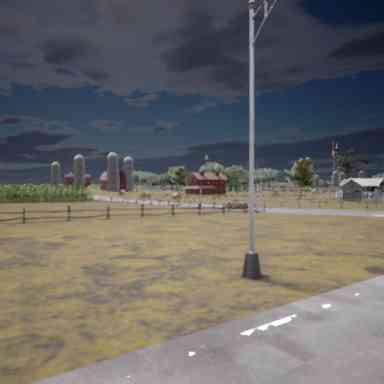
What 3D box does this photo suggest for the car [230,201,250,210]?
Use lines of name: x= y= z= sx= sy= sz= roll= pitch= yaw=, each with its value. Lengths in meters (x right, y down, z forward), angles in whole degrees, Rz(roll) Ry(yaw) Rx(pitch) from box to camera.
car: x=8.437 y=2.304 z=57.420 sx=2.033 sy=1.411 sz=5.357 roll=-1 pitch=1 yaw=-35
